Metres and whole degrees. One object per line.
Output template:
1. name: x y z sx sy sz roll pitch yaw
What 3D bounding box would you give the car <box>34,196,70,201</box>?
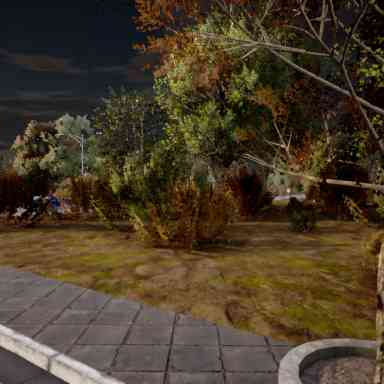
1. car: -17.523 1.247 41.286 1.882 1.535 5.008 0 0 32

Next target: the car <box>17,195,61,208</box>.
1. car: -20.038 1.222 43.862 1.882 1.535 5.008 0 0 32
